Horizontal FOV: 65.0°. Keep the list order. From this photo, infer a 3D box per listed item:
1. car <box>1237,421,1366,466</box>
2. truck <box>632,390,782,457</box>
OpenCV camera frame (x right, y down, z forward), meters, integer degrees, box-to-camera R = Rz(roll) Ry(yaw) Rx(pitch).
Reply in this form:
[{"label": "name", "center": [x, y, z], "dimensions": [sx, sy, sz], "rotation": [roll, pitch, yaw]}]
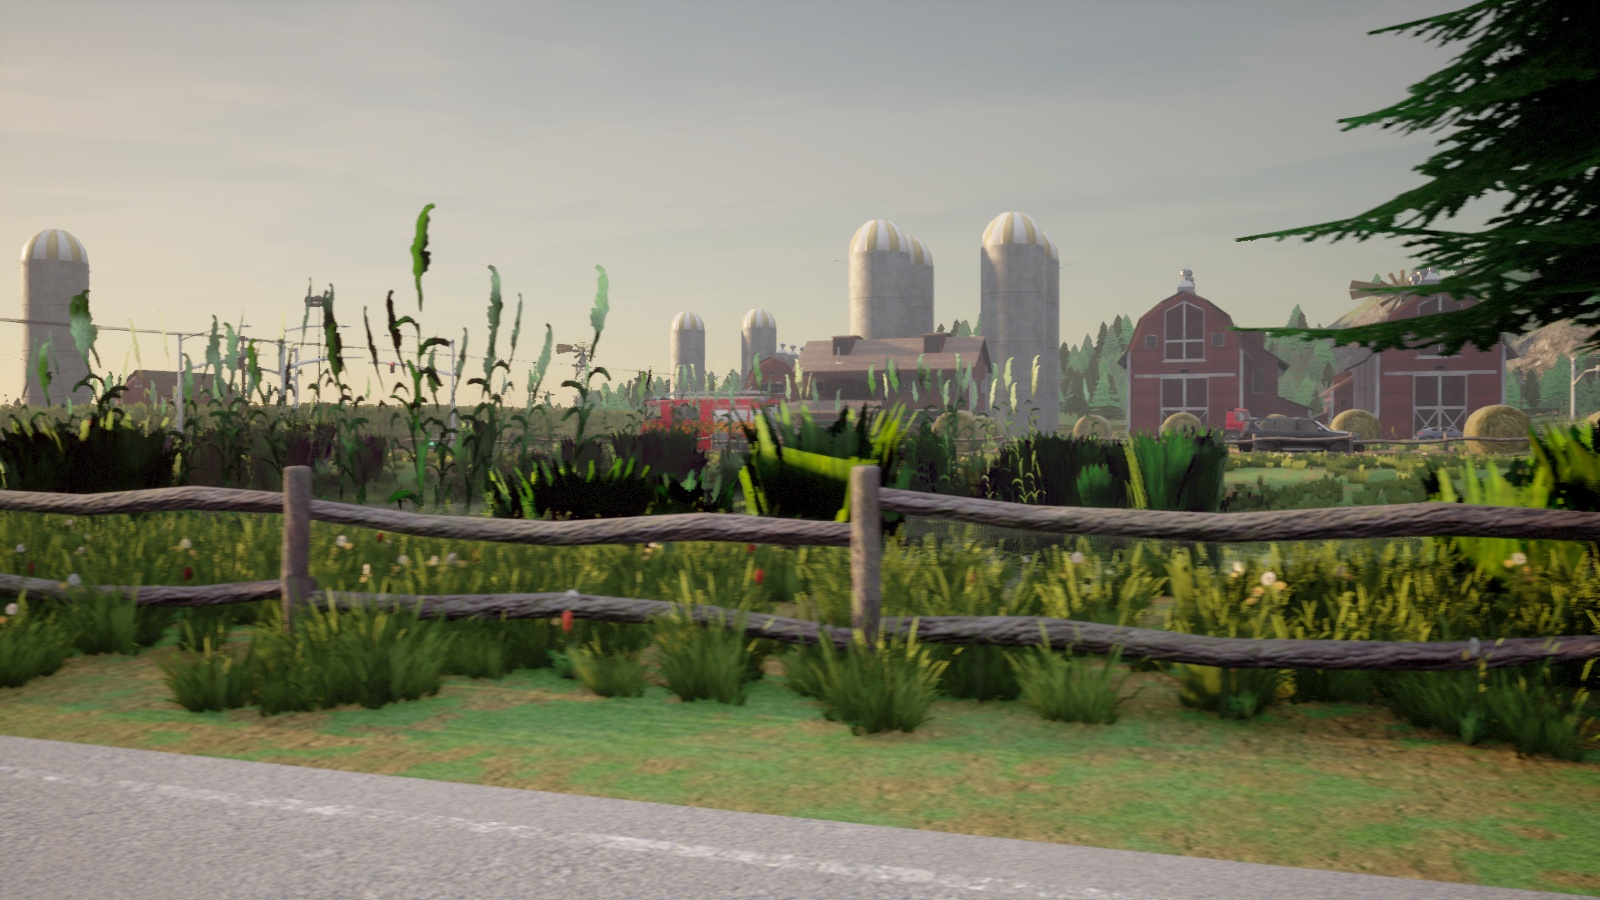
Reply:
[{"label": "car", "center": [23.609, -0.345, 59.242], "dimensions": [5.566, 2.045, 2.150], "rotation": [1, 1, 22]}, {"label": "truck", "center": [-5.558, -1.587, 74.819], "dimensions": [8.468, 3.827, 2.891], "rotation": [1, 1, 22]}]
